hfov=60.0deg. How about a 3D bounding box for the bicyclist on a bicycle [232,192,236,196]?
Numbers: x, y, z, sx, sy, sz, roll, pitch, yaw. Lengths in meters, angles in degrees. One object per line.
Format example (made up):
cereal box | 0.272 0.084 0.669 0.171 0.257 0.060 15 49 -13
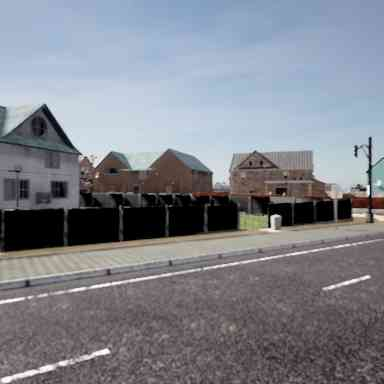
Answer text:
bicyclist on a bicycle | 4.939 0.877 39.408 0.582 1.620 1.656 1 1 19

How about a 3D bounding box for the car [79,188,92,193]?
car | -13.294 0.513 39.564 5.566 2.045 2.150 1 0 19
